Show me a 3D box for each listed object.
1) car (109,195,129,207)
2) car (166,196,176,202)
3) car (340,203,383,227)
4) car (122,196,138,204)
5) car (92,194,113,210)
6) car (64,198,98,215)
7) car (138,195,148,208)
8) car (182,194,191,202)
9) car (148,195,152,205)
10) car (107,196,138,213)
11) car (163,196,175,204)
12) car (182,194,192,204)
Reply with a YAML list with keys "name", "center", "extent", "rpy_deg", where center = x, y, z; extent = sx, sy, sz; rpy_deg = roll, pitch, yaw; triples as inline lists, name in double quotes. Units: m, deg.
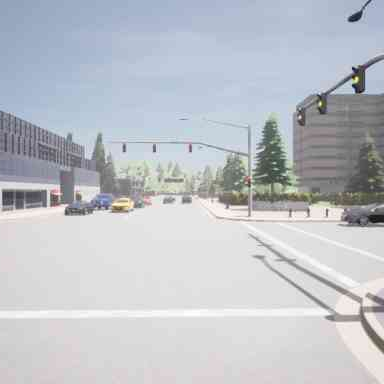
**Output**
- name: "car"
  center: [-11.512, 1.352, 52.664]
  extent: [2.097, 1.767, 4.553]
  rpy_deg: [0, 0, -1]
- name: "car"
  center: [-4.738, 1.509, 75.209]
  extent: [1.895, 1.301, 4.718]
  rpy_deg: [0, 0, -1]
- name: "car"
  center: [12.497, 1.492, 22.183]
  extent: [4.902, 1.511, 2.128]
  rpy_deg: [0, 0, -1]
- name: "car"
  center: [-11.611, 1.491, 62.922]
  extent: [2.128, 1.511, 4.902]
  rpy_deg: [0, 0, 0]
- name: "car"
  center: [-11.386, 1.221, 42.764]
  extent: [2.150, 2.045, 5.566]
  rpy_deg: [0, 0, -1]
- name: "car"
  center: [-11.251, 1.564, 33.411]
  extent: [1.994, 1.385, 4.181]
  rpy_deg: [0, 0, -1]
- name: "car"
  center: [-7.941, 1.352, 47.040]
  extent: [2.097, 1.767, 4.553]
  rpy_deg: [0, 0, -1]
- name: "car"
  center: [-1.232, 1.355, 74.964]
  extent: [2.097, 1.767, 4.553]
  rpy_deg: [0, 0, -1]
- name: "car"
  center: [-8.065, 1.352, 57.155]
  extent: [2.097, 1.767, 4.553]
  rpy_deg: [0, 0, -1]
- name: "car"
  center: [-7.816, 1.478, 37.804]
  extent: [1.882, 1.535, 5.008]
  rpy_deg: [0, 0, -1]
- name: "car"
  center: [-4.590, 1.547, 64.574]
  extent: [2.033, 1.411, 5.357]
  rpy_deg: [0, 0, -1]
- name: "car"
  center: [-0.993, 1.505, 64.899]
  extent: [1.837, 1.490, 4.892]
  rpy_deg: [0, 0, -1]
